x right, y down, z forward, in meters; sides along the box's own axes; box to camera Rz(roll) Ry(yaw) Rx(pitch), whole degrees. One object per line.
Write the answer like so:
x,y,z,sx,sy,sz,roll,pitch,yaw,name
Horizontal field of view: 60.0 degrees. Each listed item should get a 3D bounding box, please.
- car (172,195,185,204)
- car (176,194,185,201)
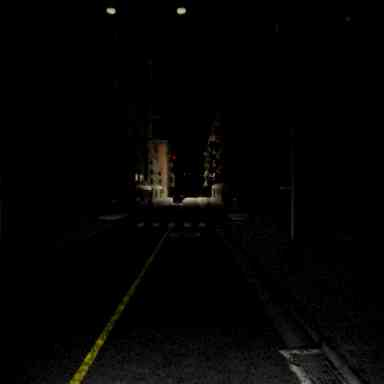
-2.735,1.439,63.378,2.033,1.411,5.357,0,0,0,car
-2.730,1.376,82.352,2.128,1.511,4.902,0,0,0,car
